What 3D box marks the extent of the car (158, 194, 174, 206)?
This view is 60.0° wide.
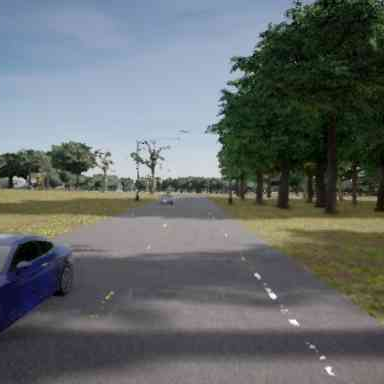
[{"bbox_3d":[-3.603,1.061,46.533,2.128,1.511,4.902,0,1,0],"label":"car"}]

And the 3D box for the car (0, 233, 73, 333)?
[{"bbox_3d":[-3.604,1.520,5.910,1.812,1.442,4.674,0,0,0],"label":"car"}]
